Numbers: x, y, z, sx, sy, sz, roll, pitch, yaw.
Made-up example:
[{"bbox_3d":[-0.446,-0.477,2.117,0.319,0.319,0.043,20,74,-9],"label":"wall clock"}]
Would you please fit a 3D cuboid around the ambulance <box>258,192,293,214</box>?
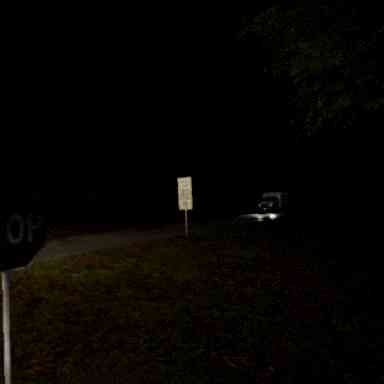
[{"bbox_3d":[10.162,1.279,40.704,2.351,2.431,6.366,-4,-2,35],"label":"ambulance"}]
